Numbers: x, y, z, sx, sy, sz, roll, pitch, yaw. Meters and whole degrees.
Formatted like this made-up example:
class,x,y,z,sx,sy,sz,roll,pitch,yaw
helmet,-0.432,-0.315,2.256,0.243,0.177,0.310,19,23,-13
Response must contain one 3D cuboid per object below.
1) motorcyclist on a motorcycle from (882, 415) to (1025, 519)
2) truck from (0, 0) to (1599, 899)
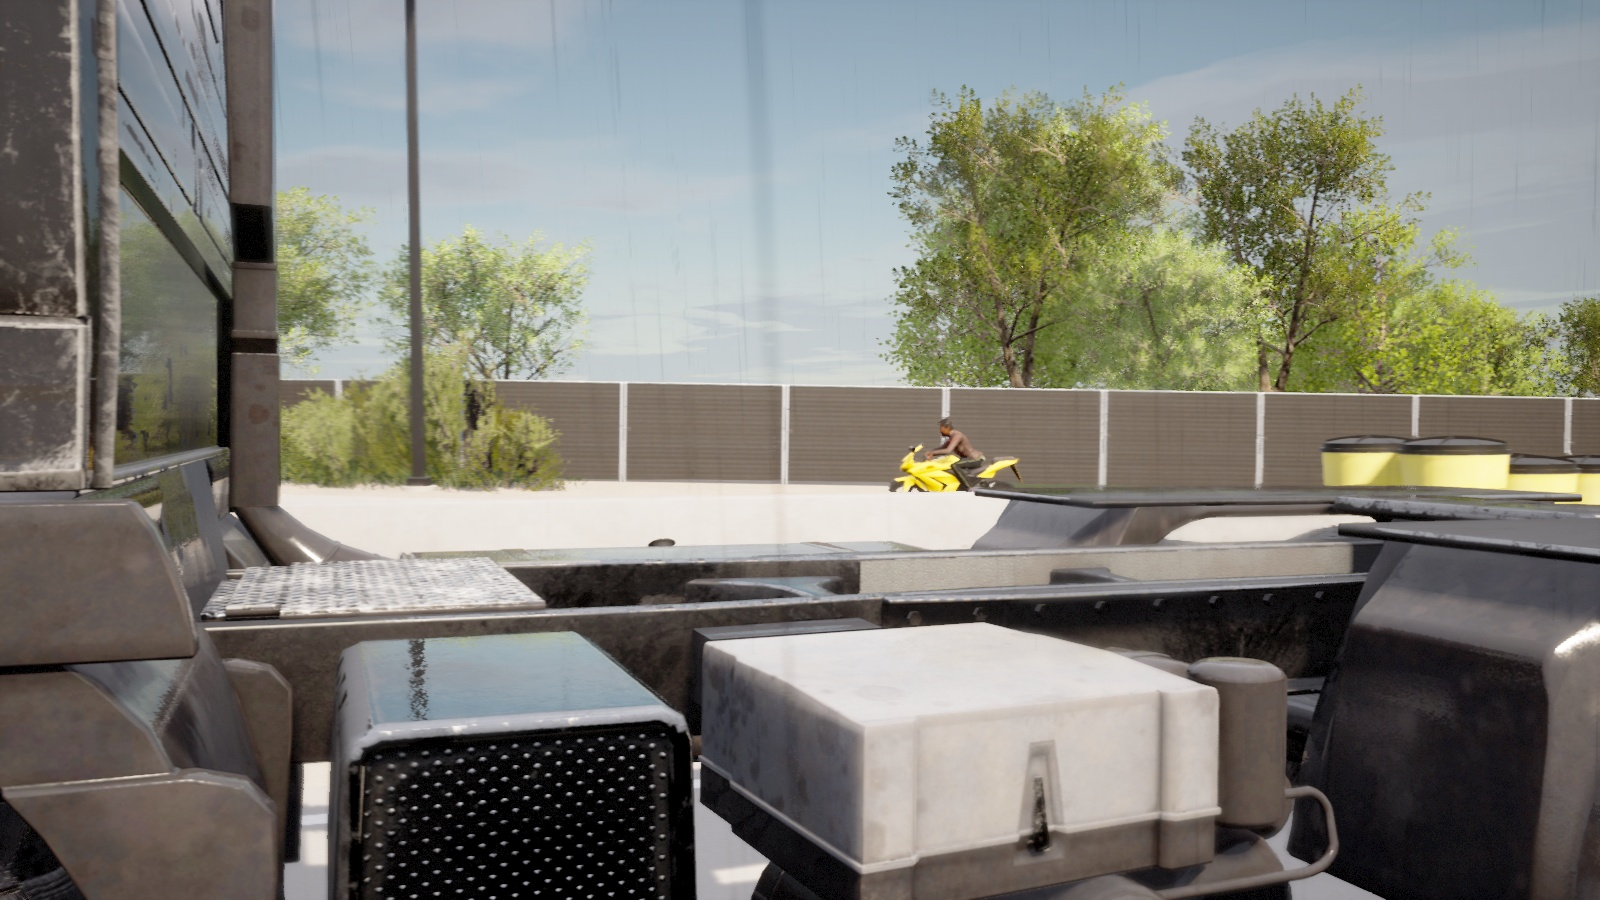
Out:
class,x,y,z,sx,sy,sz,roll,pitch,yaw
motorcyclist on a motorcycle,2.268,0.242,18.755,2.044,1.523,0.797,0,1,2
truck,0.271,-0.241,3.330,7.936,3.462,2.891,-1,1,-21
